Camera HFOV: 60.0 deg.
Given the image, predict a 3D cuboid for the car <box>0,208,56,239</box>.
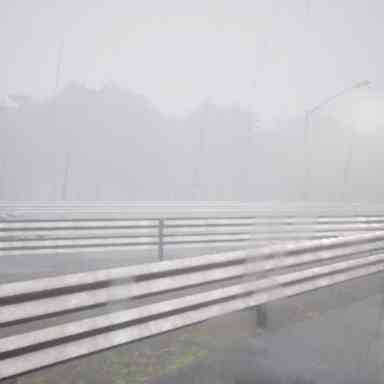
[{"bbox_3d":[-8.036,1.325,13.165,4.902,1.511,2.128,1,0,-17],"label":"car"}]
